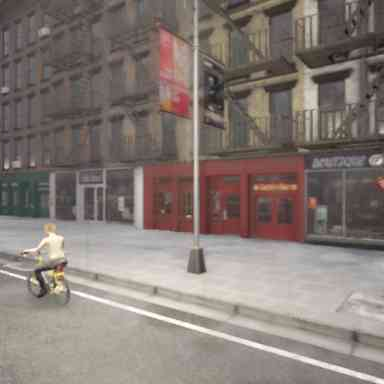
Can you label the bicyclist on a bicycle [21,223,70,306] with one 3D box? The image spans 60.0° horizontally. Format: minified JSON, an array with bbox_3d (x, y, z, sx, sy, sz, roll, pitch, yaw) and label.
[{"bbox_3d":[-2.963,1.436,6.829,1.509,1.612,0.866,0,0,35],"label":"bicyclist on a bicycle"}]
